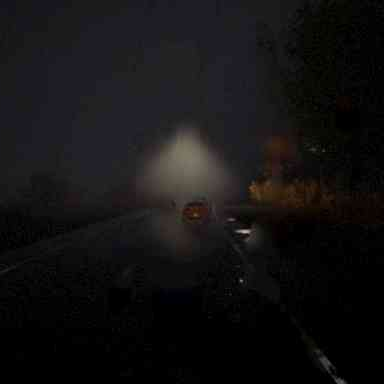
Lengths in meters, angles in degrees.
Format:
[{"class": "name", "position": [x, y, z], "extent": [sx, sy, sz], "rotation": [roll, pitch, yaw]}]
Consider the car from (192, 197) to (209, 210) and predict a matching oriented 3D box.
[{"class": "car", "position": [1.065, 1.407, 41.428], "extent": [1.994, 1.385, 4.181], "rotation": [0, 0, 3]}]

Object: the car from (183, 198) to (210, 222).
[{"class": "car", "position": [0.329, 1.385, 25.076], "extent": [1.882, 1.535, 5.008], "rotation": [0, 0, 2]}]

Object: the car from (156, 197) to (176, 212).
[{"class": "car", "position": [-2.868, 1.365, 37.450], "extent": [1.837, 1.490, 4.892], "rotation": [0, 0, 3]}]
